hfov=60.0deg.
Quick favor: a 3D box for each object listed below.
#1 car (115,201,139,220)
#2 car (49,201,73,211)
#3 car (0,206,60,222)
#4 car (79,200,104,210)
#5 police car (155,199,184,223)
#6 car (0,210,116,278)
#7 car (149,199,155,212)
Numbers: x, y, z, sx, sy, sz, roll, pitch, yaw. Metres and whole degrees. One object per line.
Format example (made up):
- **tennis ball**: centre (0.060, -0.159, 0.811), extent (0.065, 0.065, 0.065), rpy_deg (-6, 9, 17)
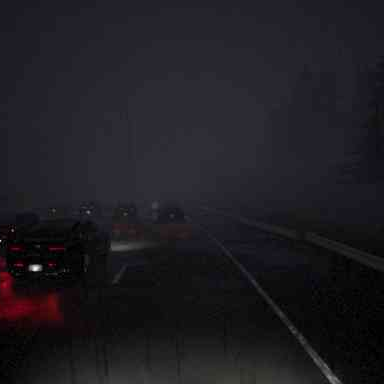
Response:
- **car**: centre (-5.594, 1.553, 28.646), extent (2.128, 1.511, 4.902), rpy_deg (0, 0, -8)
- **car**: centre (-13.515, 1.609, 33.957), extent (1.812, 1.442, 4.674), rpy_deg (0, 0, -10)
- **car**: centre (-7.558, 1.564, 14.404), extent (1.812, 1.442, 4.674), rpy_deg (0, 0, -4)
- **car**: centre (-9.672, 1.579, 32.207), extent (1.837, 1.490, 4.892), rpy_deg (0, 0, -9)
- **police car**: centre (-1.715, 1.476, 26.080), extent (1.930, 1.638, 5.238), rpy_deg (0, 0, -7)
- **car**: centre (-3.782, 1.530, 10.197), extent (1.837, 1.490, 4.892), rpy_deg (0, 0, -3)
- **car**: centre (-4.164, 1.608, 40.976), extent (1.812, 1.442, 4.674), rpy_deg (0, 0, -11)
